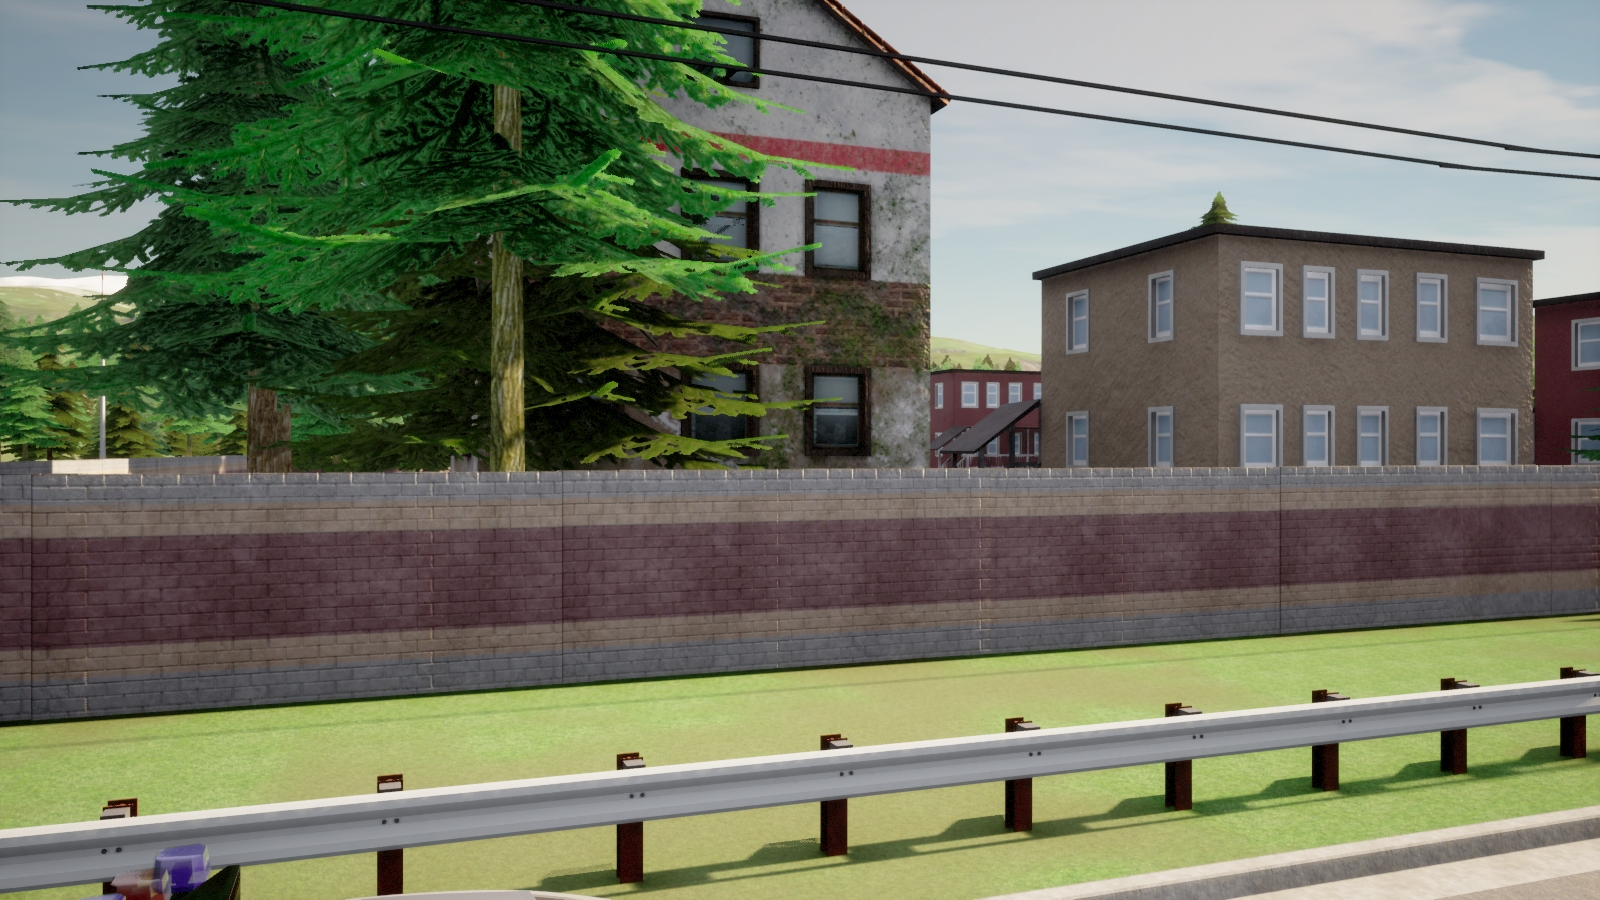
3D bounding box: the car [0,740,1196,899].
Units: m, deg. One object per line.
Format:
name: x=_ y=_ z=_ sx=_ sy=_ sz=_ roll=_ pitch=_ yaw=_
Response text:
car: x=-1.671 y=1.982 z=2.695 sx=5.238 sy=1.638 sz=2.097 roll=0 pitch=0 yaw=-20
